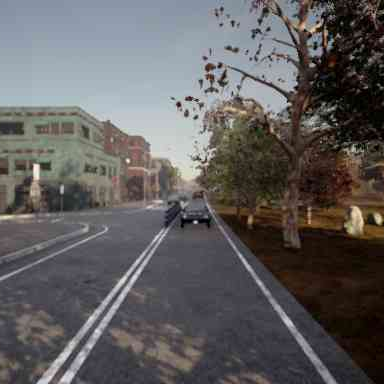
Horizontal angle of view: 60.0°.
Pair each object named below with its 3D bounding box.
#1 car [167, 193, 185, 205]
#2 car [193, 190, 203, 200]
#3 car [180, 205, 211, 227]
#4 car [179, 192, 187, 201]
[{"bbox_3d":[-2.637,1.212,49.534,2.033,1.411,5.357,0,1,2],"label":"car"},{"bbox_3d":[1.367,0.655,71.803,2.150,2.045,5.566,0,1,2],"label":"car"},{"bbox_3d":[0.247,1.491,22.032,1.895,1.301,4.718,0,0,1],"label":"car"},{"bbox_3d":[-2.100,0.858,65.402,2.097,1.767,4.553,0,1,2],"label":"car"}]
